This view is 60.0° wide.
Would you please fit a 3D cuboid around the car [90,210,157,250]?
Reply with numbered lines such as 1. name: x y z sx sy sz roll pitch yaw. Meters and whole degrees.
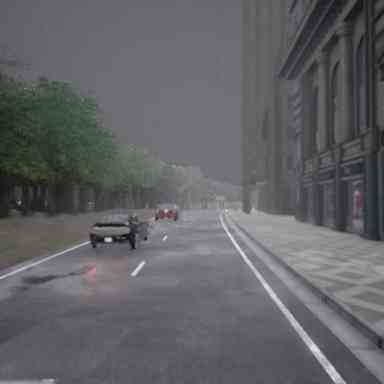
1. car: -3.117 1.646 15.113 2.128 1.511 4.902 0 -1 2

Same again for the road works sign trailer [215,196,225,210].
1. road works sign trailer: 6.901 2.673 80.889 2.380 3.560 2.880 0 -3 4

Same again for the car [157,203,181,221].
1. car: -2.243 1.840 32.637 2.097 1.767 4.553 0 -1 4
